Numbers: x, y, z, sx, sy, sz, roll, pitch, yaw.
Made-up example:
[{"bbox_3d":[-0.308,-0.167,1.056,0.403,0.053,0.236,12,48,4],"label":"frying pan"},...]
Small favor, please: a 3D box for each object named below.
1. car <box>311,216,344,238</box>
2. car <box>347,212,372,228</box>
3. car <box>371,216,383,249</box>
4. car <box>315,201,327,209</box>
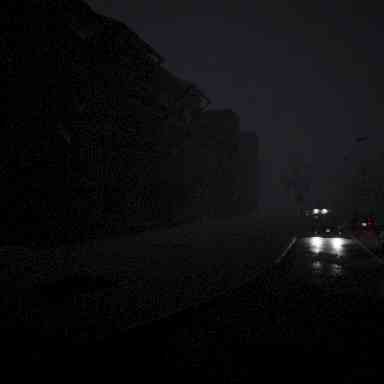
[{"bbox_3d":[9.393,2.348,23.156,1.994,1.385,4.181,0,-2,21],"label":"car"},{"bbox_3d":[15.758,2.591,31.046,1.837,1.490,4.892,-1,-2,21],"label":"car"},{"bbox_3d":[9.397,1.934,14.336,2.128,1.511,4.902,-1,-2,22],"label":"car"},{"bbox_3d":[23.799,2.385,61.402,1.895,1.301,4.718,-1,1,21],"label":"car"}]
